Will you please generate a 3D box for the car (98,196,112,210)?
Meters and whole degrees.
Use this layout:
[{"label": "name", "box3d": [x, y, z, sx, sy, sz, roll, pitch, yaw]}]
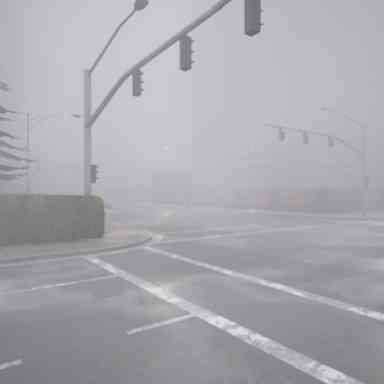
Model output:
[{"label": "car", "box3d": [-11.703, 1.319, 41.686, 2.097, 1.767, 4.553, 0, 0, -35]}]
